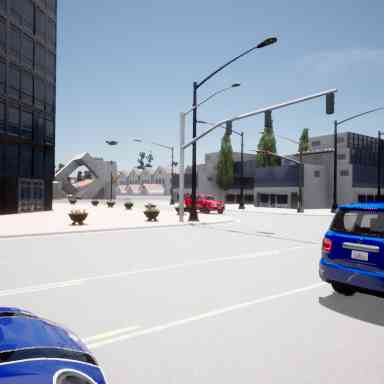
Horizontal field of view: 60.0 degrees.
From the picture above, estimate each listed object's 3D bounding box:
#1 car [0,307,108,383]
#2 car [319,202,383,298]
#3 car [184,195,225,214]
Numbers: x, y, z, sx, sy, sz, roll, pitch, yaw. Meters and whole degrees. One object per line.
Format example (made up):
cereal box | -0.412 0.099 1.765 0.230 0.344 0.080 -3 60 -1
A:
car | -2.729 1.352 1.796 4.553 1.767 2.097 0 0 -35
car | 5.200 1.239 7.507 5.566 2.045 2.150 0 0 -35
car | 1.299 1.314 36.715 2.150 2.045 5.566 1 -1 -35
